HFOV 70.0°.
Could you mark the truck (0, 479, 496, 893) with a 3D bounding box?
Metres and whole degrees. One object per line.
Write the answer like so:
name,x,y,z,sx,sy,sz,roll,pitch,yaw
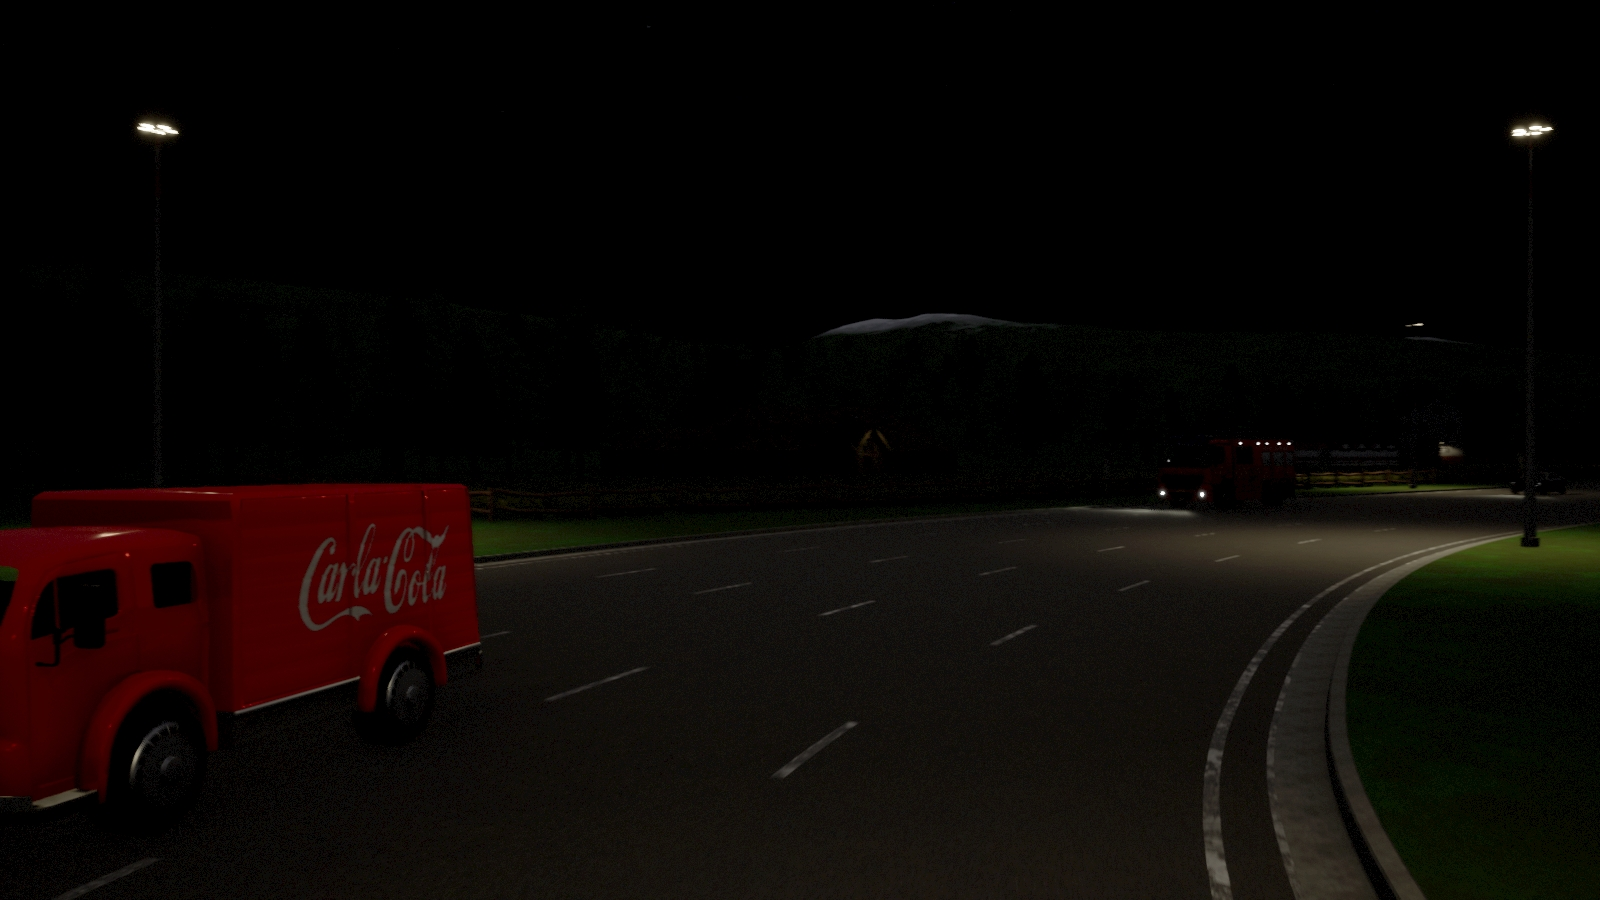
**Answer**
truck,-5.232,1.559,10.048,2.627,2.467,5.204,0,0,16
